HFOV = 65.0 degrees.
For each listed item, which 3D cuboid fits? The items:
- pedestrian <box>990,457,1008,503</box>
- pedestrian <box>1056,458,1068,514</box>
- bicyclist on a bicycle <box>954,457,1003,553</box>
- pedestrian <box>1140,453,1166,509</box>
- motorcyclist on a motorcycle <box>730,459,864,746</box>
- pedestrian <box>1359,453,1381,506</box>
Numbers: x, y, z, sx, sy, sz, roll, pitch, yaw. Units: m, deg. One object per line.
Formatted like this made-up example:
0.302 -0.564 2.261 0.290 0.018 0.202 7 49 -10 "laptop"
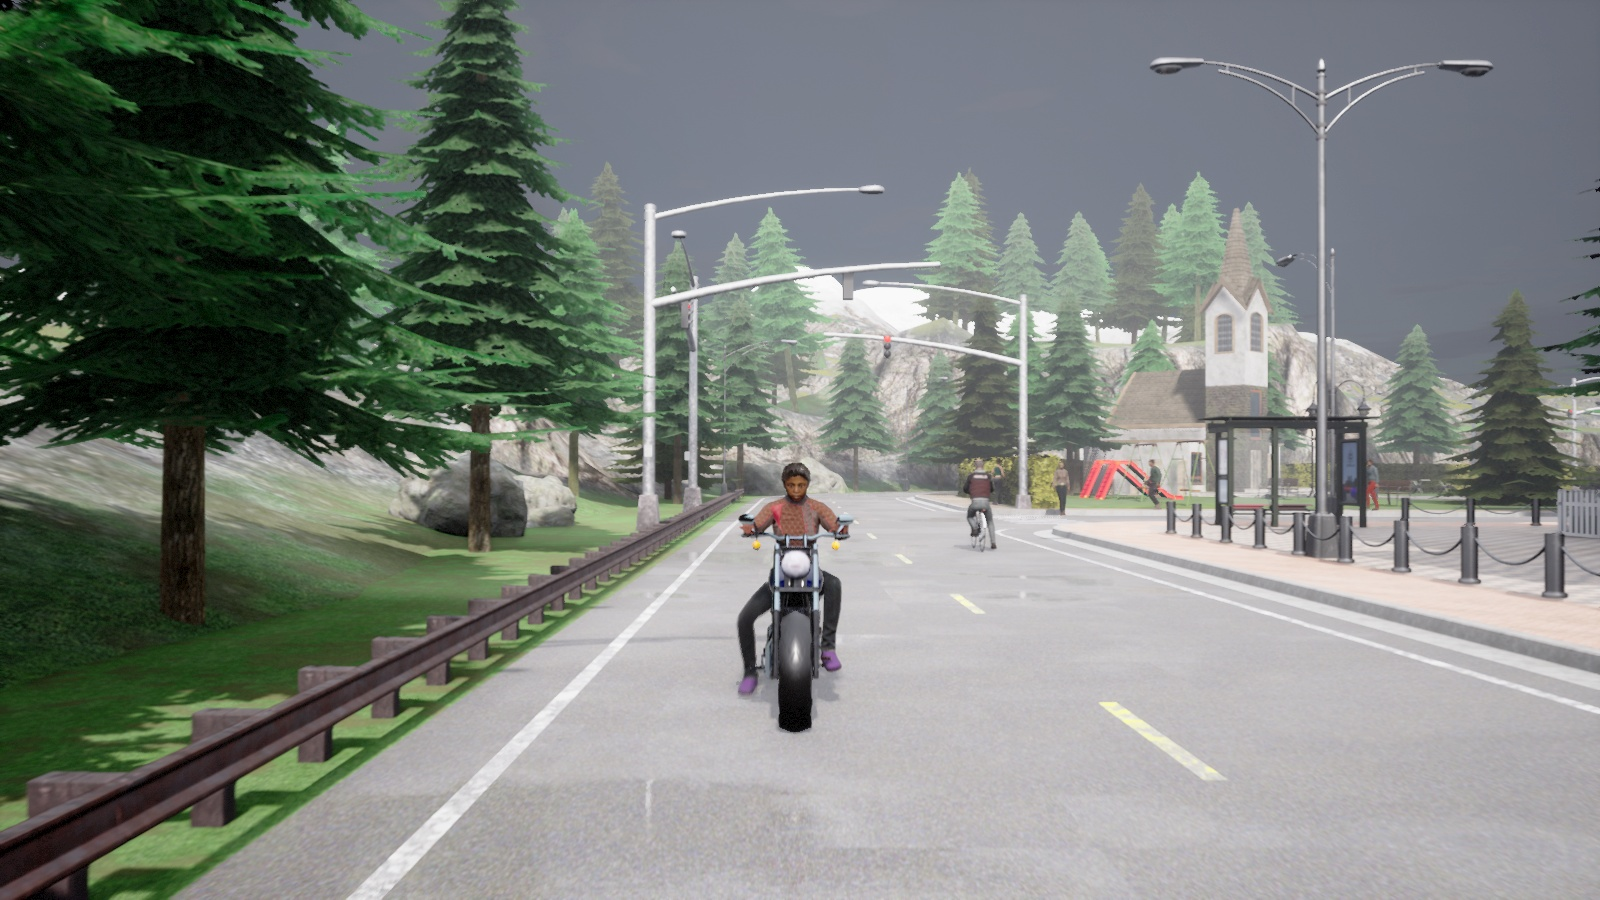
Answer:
7.896 1.186 49.865 0.594 1.836 0.345 0 -1 -34 "pedestrian"
8.797 1.200 42.147 0.331 1.846 0.634 0 -1 6 "pedestrian"
3.439 1.038 24.316 0.659 1.776 1.843 0 -1 0 "bicyclist on a bicycle"
12.463 1.082 44.329 0.788 1.949 0.423 0 -1 -5 "pedestrian"
-0.021 0.890 8.402 0.766 1.649 2.350 0 -1 0 "motorcyclist on a motorcycle"
20.022 1.048 44.115 0.614 1.847 0.353 0 -1 -1 "pedestrian"
